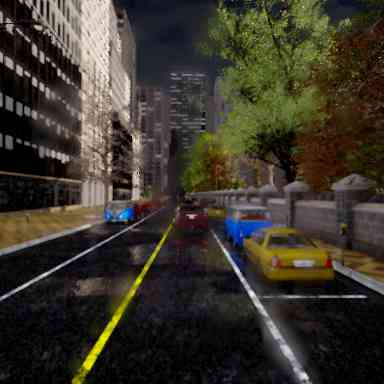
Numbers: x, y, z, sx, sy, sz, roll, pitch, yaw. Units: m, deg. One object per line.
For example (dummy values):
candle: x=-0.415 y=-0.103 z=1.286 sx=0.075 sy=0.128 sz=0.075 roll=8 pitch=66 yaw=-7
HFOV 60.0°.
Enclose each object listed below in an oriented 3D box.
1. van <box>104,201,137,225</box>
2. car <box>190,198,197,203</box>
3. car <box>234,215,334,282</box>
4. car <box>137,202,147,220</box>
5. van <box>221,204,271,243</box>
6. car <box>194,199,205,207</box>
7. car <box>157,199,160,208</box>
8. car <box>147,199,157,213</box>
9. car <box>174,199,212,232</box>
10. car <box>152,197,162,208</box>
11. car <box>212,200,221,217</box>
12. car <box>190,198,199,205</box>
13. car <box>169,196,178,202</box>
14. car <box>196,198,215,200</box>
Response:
van: x=-5.650 y=1.578 z=26.151 sx=1.690 sy=1.788 sz=3.998 roll=0 pitch=-1 yaw=-1
car: x=0.311 y=2.373 z=92.894 sx=1.802 sy=1.307 sz=4.206 roll=0 pitch=0 yaw=-2
car: x=2.536 y=1.616 z=9.895 sx=1.752 sy=1.417 sz=4.829 roll=0 pitch=-1 yaw=0
car: x=-5.735 y=1.830 z=31.695 sx=1.887 sy=1.381 sz=4.507 roll=0 pitch=0 yaw=-1
van: x=2.498 y=1.480 z=15.271 sx=1.690 sy=1.788 sz=3.998 roll=0 pitch=-1 yaw=0
car: x=1.429 y=2.095 z=65.346 sx=1.752 sy=1.417 sz=4.829 roll=0 pitch=0 yaw=-2
car: x=-6.089 y=2.011 z=48.336 sx=1.802 sy=1.307 sz=4.206 roll=0 pitch=0 yaw=-1
car: x=-5.954 y=1.926 z=42.788 sx=1.887 sy=1.381 sz=4.507 roll=0 pitch=0 yaw=-1
car: x=-0.040 y=1.550 z=21.829 sx=2.097 sy=1.767 sz=4.553 roll=0 pitch=-1 yaw=-1
car: x=-6.405 y=1.837 z=59.428 sx=2.192 sy=1.841 sz=5.009 roll=0 pitch=0 yaw=-2
car: x=2.285 y=1.813 z=32.070 sx=1.752 sy=1.417 sz=4.829 roll=0 pitch=0 yaw=-1
car: x=0.552 y=2.164 z=79.713 sx=1.882 sy=1.535 sz=5.008 roll=0 pitch=0 yaw=-2
car: x=-4.372 y=1.790 z=78.154 sx=1.837 sy=1.490 sz=4.892 roll=0 pitch=0 yaw=-2
car: x=2.068 y=1.697 z=42.997 sx=2.192 sy=1.841 sz=5.009 roll=0 pitch=0 yaw=-1
